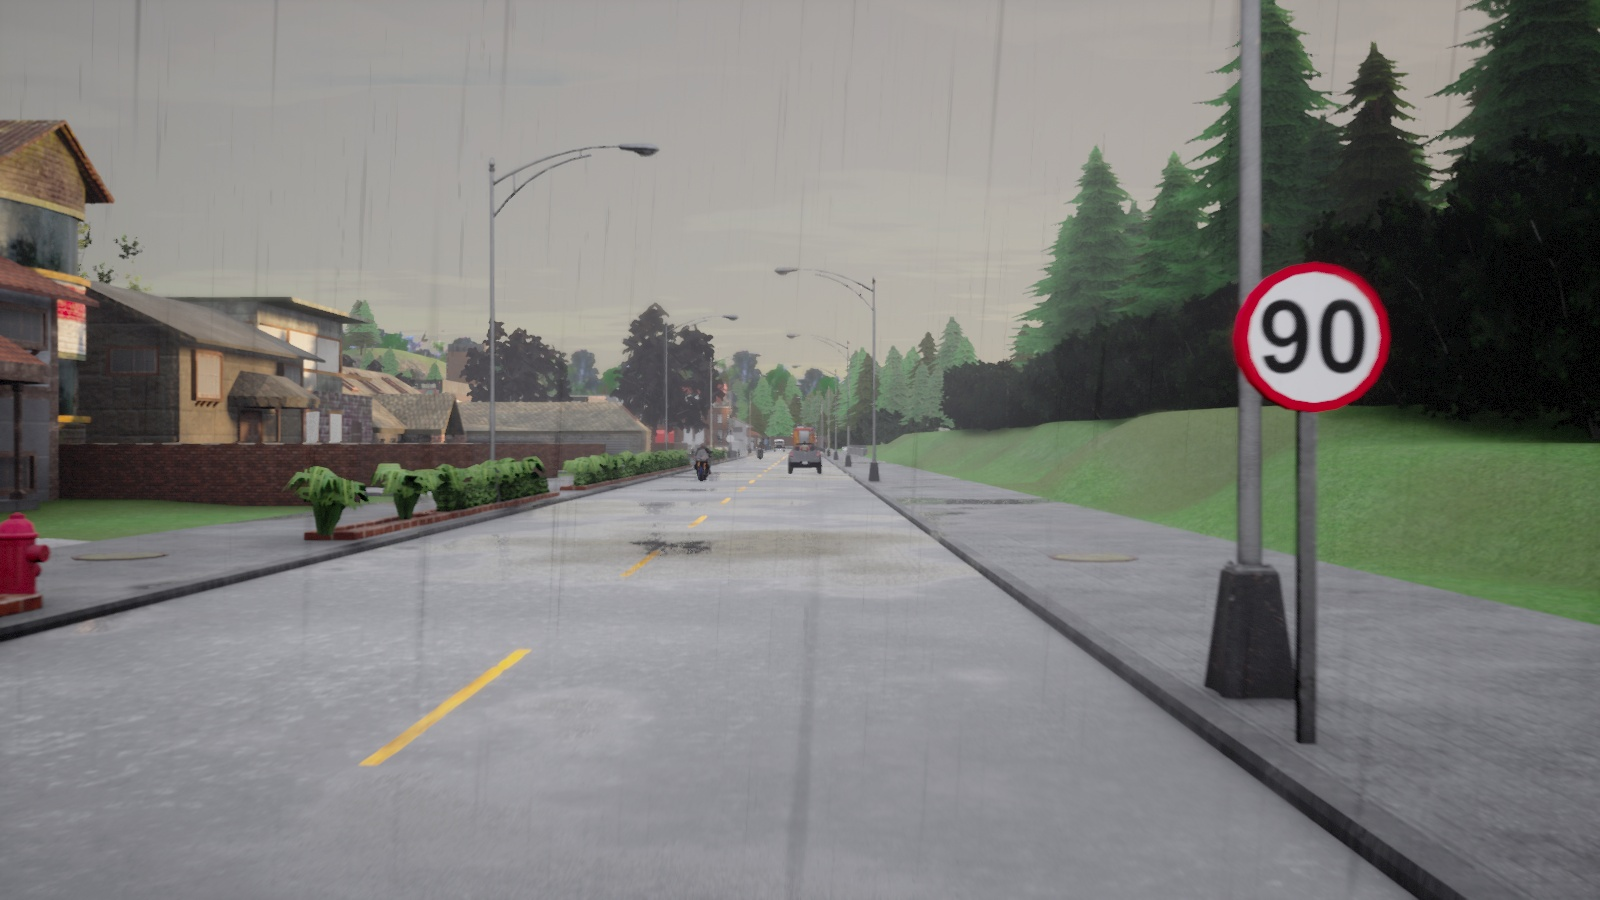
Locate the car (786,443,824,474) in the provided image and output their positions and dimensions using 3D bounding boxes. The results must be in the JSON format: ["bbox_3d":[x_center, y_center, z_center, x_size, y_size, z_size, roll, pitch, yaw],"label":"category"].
[{"bbox_3d":[0.256,0.407,62.465,1.845,1.501,3.633,0,0,0],"label":"car"}]

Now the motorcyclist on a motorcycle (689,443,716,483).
[{"bbox_3d":[-3.801,0.502,49.064,0.866,1.530,2.191,0,0,0],"label":"motorcyclist on a motorcycle"}]
